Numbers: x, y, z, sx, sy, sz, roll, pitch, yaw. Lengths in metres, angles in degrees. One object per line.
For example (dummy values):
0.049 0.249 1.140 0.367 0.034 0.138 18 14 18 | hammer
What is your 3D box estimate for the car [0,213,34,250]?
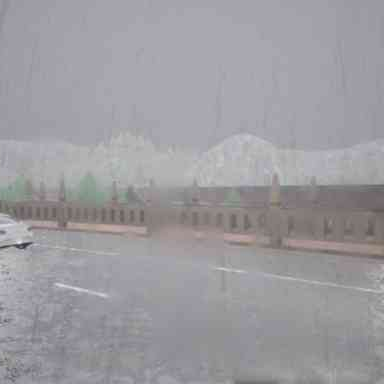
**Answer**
-8.010 1.485 12.566 4.674 1.442 1.812 0 0 28 | car
